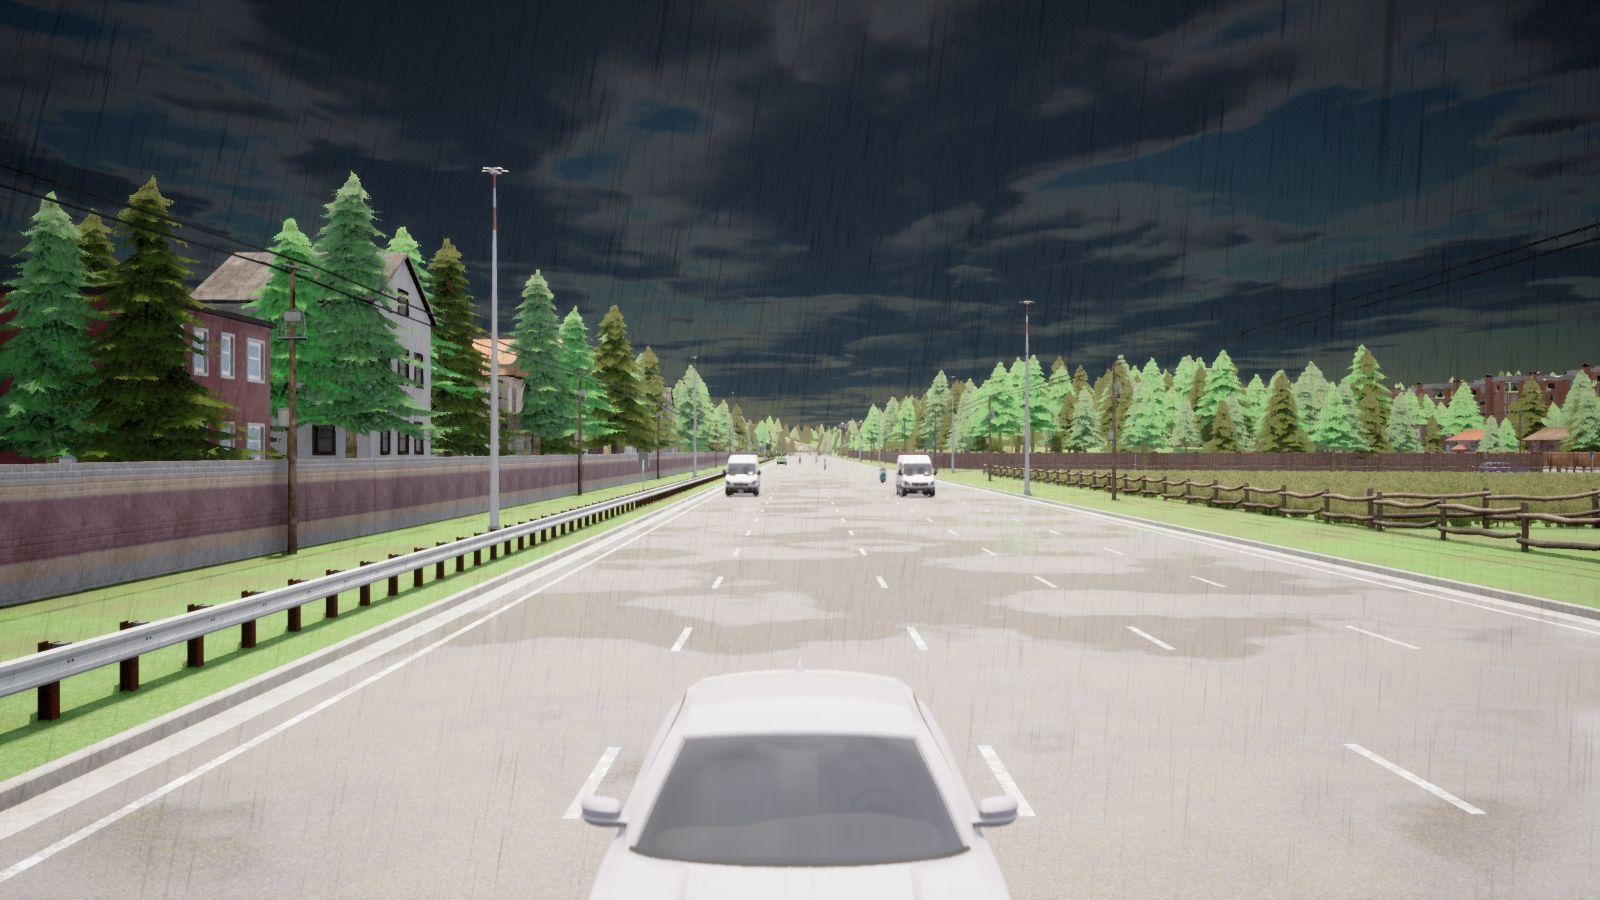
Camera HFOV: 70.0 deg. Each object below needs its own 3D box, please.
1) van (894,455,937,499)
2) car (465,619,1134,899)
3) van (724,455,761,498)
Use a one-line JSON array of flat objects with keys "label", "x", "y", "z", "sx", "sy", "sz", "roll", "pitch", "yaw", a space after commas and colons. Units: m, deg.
[{"label": "van", "x": 6.986, "y": 1.579, "z": 69.516, "sx": 1.988, "sy": 2.561, "sz": 5.915, "roll": 0, "pitch": 0, "yaw": 0}, {"label": "car", "x": -0.002, "y": 2.039, "z": 6.086, "sx": 2.097, "sy": 1.535, "sz": 5.006, "roll": 0, "pitch": 0, "yaw": 0}, {"label": "van", "x": -3.513, "y": 1.580, "z": 70.550, "sx": 1.988, "sy": 2.561, "sz": 5.915, "roll": 0, "pitch": 0, "yaw": 0}]
